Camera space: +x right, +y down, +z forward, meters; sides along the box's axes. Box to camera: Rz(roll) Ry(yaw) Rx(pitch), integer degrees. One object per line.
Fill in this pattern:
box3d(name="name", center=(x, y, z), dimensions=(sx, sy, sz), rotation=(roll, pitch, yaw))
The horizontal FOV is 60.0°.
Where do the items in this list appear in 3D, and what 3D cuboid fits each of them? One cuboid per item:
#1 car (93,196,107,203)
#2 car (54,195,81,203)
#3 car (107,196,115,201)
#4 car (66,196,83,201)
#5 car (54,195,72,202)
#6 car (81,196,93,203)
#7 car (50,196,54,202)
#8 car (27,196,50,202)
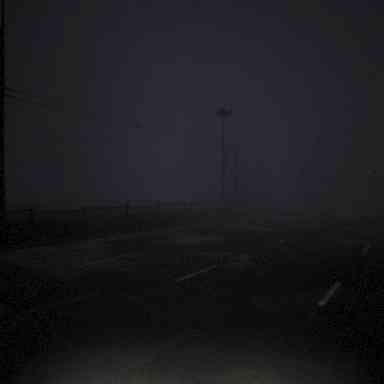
box3d(name="car", center=(-23.112, 1.719, 77.975), dimensions=(5.357, 1.411, 2.033), rotation=(0, 0, 34))
box3d(name="car", center=(-27.069, 1.517, 72.200), dimensions=(4.553, 1.767, 2.097), rotation=(0, 0, 34))
box3d(name="car", center=(-21.170, 1.729, 80.887), dimensions=(5.357, 1.411, 2.033), rotation=(0, 0, 34))
box3d(name="car", center=(-30.831, 1.667, 87.336), dimensions=(4.674, 1.442, 1.812), rotation=(0, 0, 34))
box3d(name="car", center=(-32.774, 1.633, 84.425), dimensions=(4.892, 1.490, 1.837), rotation=(0, 0, 34))
box3d(name="car", center=(-25.337, 1.696, 75.252), dimensions=(4.674, 1.442, 1.812), rotation=(0, 0, 34))
box3d(name="car", center=(-34.718, 1.652, 81.515), dimensions=(4.902, 1.511, 2.128), rotation=(0, 0, 34))
box3d(name="car", center=(-36.662, 1.660, 78.604), dimensions=(5.357, 1.411, 2.033), rotation=(0, 0, 34))
